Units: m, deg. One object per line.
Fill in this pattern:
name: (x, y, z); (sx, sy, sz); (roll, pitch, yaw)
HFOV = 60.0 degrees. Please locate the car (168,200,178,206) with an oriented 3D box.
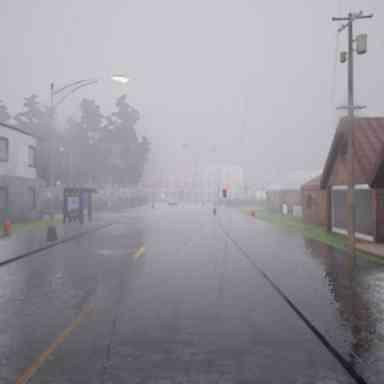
car: (-4.012, 2.360, 70.596); (1.882, 1.535, 5.008); (0, -1, 0)
